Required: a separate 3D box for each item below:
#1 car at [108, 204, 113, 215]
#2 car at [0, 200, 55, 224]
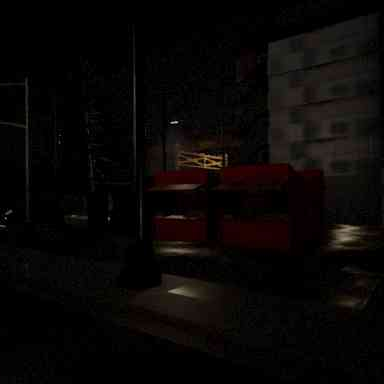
[{"bbox_3d":[-7.191,1.663,34.121,1.812,1.442,4.674,-1,-1,36],"label":"car"},{"bbox_3d":[-12.900,1.491,26.270,2.097,1.767,4.553,-1,-1,36],"label":"car"}]
